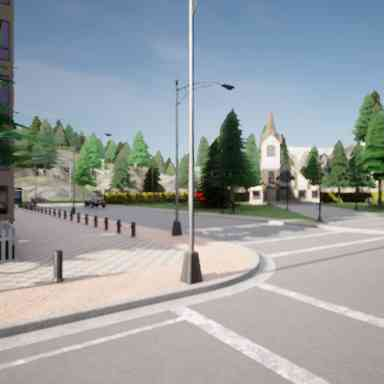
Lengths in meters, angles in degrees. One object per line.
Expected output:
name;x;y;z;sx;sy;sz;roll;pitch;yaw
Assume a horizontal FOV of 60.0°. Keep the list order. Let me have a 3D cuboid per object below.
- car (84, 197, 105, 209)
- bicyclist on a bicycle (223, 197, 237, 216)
car;-13.497;1.470;46.042;1.837;1.490;4.892;0;0;-34
bicyclist on a bicycle;3.304;1.261;28.682;1.656;1.620;0.582;0;0;-35
